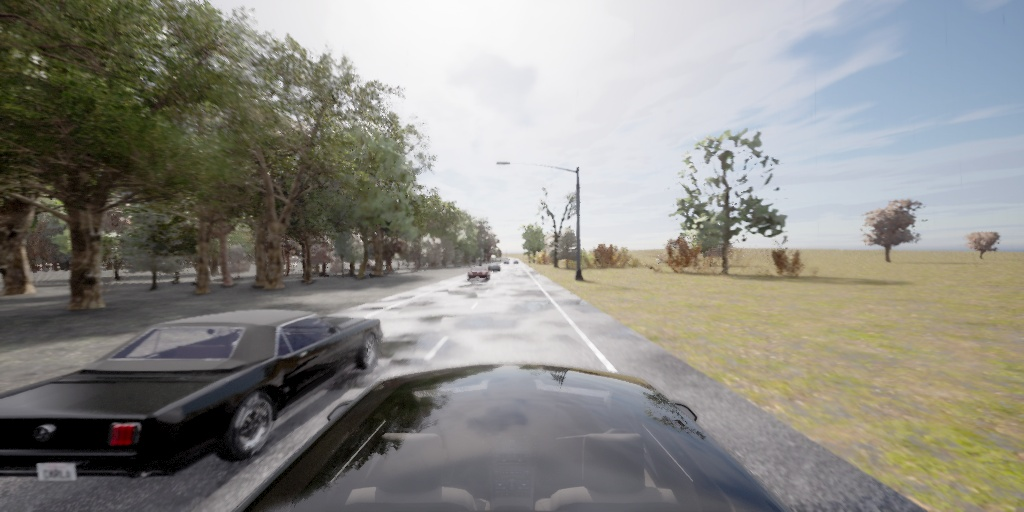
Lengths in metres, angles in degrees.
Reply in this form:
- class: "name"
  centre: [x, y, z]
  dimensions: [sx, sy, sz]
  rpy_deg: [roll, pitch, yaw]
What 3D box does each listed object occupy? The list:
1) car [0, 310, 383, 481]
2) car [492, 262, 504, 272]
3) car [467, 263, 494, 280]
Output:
- class: "car"
  centre: [-3.486, 1.402, 4.992]
  dimensions: [1.895, 1.301, 4.718]
  rpy_deg: [0, -1, 1]
- class: "car"
  centre: [-2.844, 1.814, 58.378]
  dimensions: [1.994, 1.385, 4.181]
  rpy_deg: [0, -1, 1]
- class: "car"
  centre: [-3.125, 1.661, 34.956]
  dimensions: [1.895, 1.301, 4.718]
  rpy_deg: [0, 0, 1]
